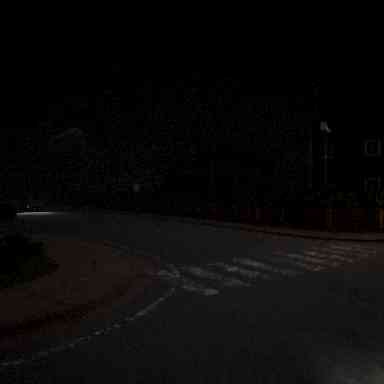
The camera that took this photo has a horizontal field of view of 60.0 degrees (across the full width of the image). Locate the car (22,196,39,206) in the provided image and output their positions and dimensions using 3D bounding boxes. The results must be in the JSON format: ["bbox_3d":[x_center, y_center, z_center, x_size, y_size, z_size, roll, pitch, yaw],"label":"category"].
[{"bbox_3d":[-28.029,1.517,57.549,1.812,1.442,4.674,0,0,-36],"label":"car"}]

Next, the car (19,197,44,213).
[{"bbox_3d":[-18.408,1.520,38.074,1.812,1.442,4.674,0,0,-36],"label":"car"}]
